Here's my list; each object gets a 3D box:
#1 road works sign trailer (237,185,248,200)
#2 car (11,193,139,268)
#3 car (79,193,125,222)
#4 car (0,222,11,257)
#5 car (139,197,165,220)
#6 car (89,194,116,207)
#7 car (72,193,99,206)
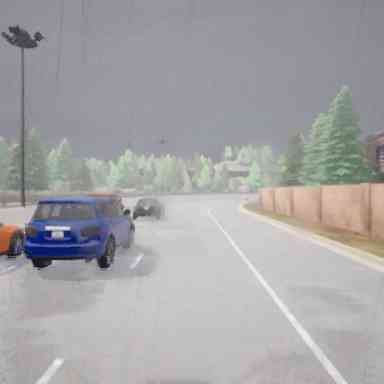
[{"bbox_3d":[12.048,0.123,77.491,2.380,3.560,2.880,0,0,34],"label":"road works sign trailer"},{"bbox_3d":[-3.417,1.171,11.172,2.150,2.045,5.566,0,0,0],"label":"car"},{"bbox_3d":[-6.916,1.104,26.350,2.150,2.045,5.566,0,0,0],"label":"car"},{"bbox_3d":[-6.925,1.310,9.838,2.097,1.767,4.553,0,0,0],"label":"car"},{"bbox_3d":[-3.414,1.233,27.026,2.097,1.767,4.553,0,0,0],"label":"car"},{"bbox_3d":[-12.798,1.143,47.677,2.097,1.767,4.553,0,0,9],"label":"car"},{"bbox_3d":[-15.953,1.131,50.147,2.097,1.767,4.553,0,0,10],"label":"car"}]
